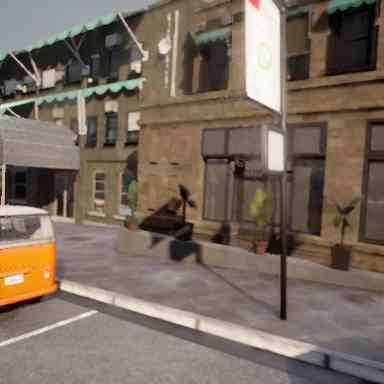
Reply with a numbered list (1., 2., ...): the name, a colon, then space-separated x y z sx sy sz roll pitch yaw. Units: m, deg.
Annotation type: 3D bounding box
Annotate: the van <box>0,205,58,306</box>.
1. van: -4.801 1.230 6.957 4.442 1.987 1.878 0 0 36
